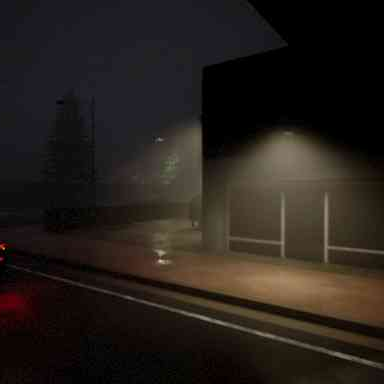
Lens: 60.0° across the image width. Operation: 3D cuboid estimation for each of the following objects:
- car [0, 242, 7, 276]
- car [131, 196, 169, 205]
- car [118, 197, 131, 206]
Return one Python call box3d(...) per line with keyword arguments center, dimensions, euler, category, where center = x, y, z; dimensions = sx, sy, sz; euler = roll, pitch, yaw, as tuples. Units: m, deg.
box3d(center=(-6.562, 1.461, 8.689), dimensions=(4.674, 1.442, 1.812), euler=(0, 0, 37), category="car")
box3d(center=(-4.963, 1.310, 42.365), dimensions=(2.128, 1.511, 4.902), euler=(0, 0, 36), category="car")
box3d(center=(-7.850, 1.360, 44.338), dimensions=(1.994, 1.385, 4.181), euler=(0, 0, 36), category="car")
